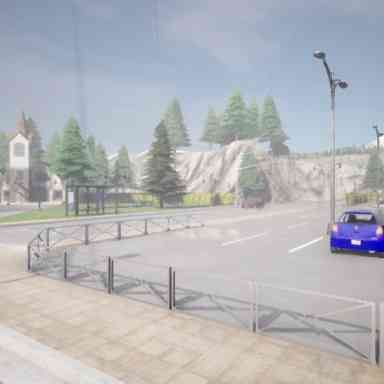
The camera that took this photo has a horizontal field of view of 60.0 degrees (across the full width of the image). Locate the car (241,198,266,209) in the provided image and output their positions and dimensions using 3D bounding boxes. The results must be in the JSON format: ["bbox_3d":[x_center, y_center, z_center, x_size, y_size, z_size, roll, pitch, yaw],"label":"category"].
[{"bbox_3d":[8.476,1.533,45.753,1.882,1.535,5.008,0,0,35],"label":"car"}]

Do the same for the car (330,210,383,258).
[{"bbox_3d":[6.292,1.386,12.138,1.845,1.501,3.633,0,0,35],"label":"car"}]
